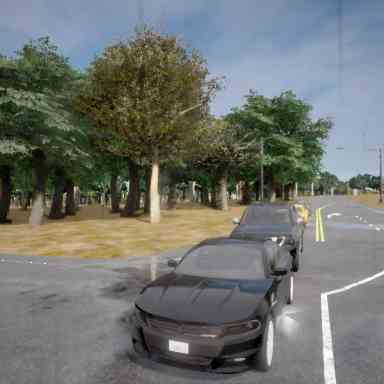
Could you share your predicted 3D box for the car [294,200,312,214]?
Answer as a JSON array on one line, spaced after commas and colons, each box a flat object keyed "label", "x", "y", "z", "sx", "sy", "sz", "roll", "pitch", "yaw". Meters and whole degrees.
[{"label": "car", "x": 13.418, "y": 1.746, "z": 40.052, "sx": 1.812, "sy": 1.442, "sz": 4.674, "roll": -1, "pitch": 0, "yaw": 21}]

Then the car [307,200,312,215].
[{"label": "car", "x": 9.370, "y": 1.723, "z": 29.477, "sx": 1.812, "sy": 1.442, "sz": 4.674, "roll": -1, "pitch": 0, "yaw": 21}]

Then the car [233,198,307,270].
[{"label": "car", "x": 2.894, "y": 1.459, "z": 12.330, "sx": 2.150, "sy": 2.045, "sz": 5.566, "roll": -2, "pitch": 0, "yaw": 21}]

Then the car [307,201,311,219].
[{"label": "car", "x": 7.298, "y": 1.663, "z": 23.978, "sx": 1.882, "sy": 1.535, "sz": 5.008, "roll": -1, "pitch": 0, "yaw": 21}]

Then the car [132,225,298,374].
[{"label": "car", "x": 0.758, "y": 1.612, "z": 6.195, "sx": 1.882, "sy": 1.535, "sz": 5.008, "roll": -1, "pitch": -2, "yaw": 21}]

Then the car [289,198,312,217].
[{"label": "car", "x": 11.410, "y": 1.562, "z": 34.847, "sx": 2.097, "sy": 1.767, "sz": 4.553, "roll": -1, "pitch": 0, "yaw": 21}]
